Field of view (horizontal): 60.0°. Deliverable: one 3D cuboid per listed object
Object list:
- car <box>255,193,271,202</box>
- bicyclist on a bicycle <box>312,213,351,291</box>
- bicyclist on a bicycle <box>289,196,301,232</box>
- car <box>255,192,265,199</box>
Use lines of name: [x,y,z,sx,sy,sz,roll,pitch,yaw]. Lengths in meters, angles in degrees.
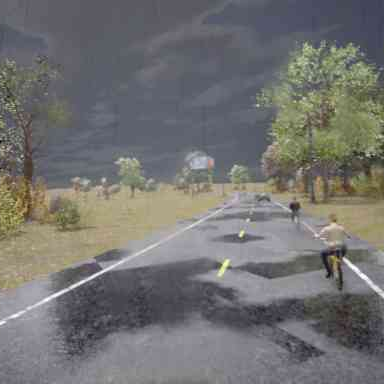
car: [11.910,0.877,55.227,1.812,1.442,4.674,-2,0,10]
bicyclist on a bicycle: [3.210,1.283,7.557,0.866,1.612,1.509,-2,0,13]
bicyclist on a bicycle: [5.299,1.106,17.116,0.659,1.776,1.843,-2,0,12]
car: [14.678,0.769,72.260,1.895,1.301,4.718,-3,0,9]
